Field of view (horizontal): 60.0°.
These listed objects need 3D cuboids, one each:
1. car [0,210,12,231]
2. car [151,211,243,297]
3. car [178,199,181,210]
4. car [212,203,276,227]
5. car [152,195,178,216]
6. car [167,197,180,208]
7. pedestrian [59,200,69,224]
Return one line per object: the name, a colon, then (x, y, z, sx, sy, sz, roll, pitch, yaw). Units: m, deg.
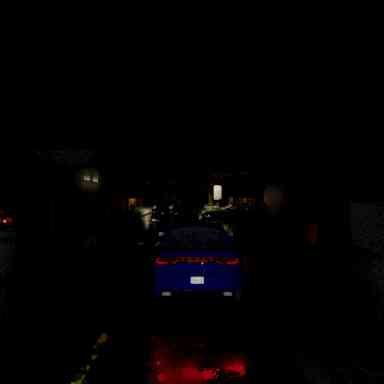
car: (-13.529, 1.375, 19.272, 5.566, 2.045, 2.150, -1, -2, 1)
car: (0.105, 1.492, 8.652, 1.882, 1.535, 5.008, 0, 0, 0)
car: (-2.814, 1.414, 44.173, 2.150, 2.045, 5.566, 0, 0, 0)
car: (2.995, 1.507, 21.696, 4.902, 1.511, 2.128, 0, -1, -6)
car: (-2.811, 1.468, 33.925, 2.097, 1.767, 4.553, 0, 0, 0)
car: (-2.960, 1.648, 54.288, 2.097, 1.767, 4.553, 0, -1, -2)
pedestrian: (-9.642, 1.454, 25.093, 0.375, 1.860, 0.375, 0, -1, 1)
